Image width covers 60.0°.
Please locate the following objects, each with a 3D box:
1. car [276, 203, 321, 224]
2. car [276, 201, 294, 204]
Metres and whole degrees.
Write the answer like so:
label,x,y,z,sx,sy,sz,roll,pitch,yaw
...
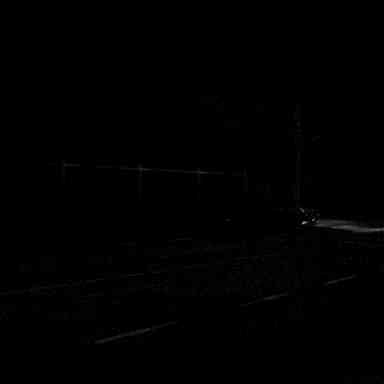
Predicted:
label,x,y,z,sx,sy,sz,roll,pitch,yaw
car,8.382,1.909,28.150,1.895,1.301,4.718,1,0,-34
car,9.639,1.699,32.480,2.097,1.767,4.553,1,0,-36
